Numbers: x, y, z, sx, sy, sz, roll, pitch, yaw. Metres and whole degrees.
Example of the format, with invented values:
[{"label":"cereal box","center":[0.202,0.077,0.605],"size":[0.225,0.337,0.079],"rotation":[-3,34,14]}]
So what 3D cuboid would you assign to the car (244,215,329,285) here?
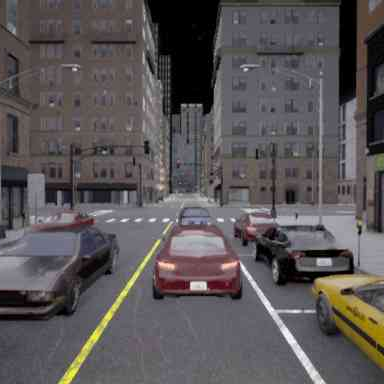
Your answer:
[{"label":"car","center":[2.868,1.556,9.286],"size":[1.947,1.339,4.313],"rotation":[-1,0,0]}]

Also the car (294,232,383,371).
[{"label":"car","center":[2.866,1.521,3.869],"size":[1.752,1.417,4.829],"rotation":[-1,0,0]}]

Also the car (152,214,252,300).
[{"label":"car","center":[0.100,1.517,8.254],"size":[1.812,1.442,4.674],"rotation":[0,0,0]}]

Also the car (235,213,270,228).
[{"label":"car","center":[2.870,1.565,14.871],"size":[1.802,1.307,4.206],"rotation":[-1,0,0]}]

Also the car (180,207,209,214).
[{"label":"car","center":[0.136,1.527,18.275],"size":[2.033,1.411,5.357],"rotation":[0,0,-3]}]

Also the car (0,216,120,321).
[{"label":"car","center":[-3.049,1.539,7.743],"size":[2.033,1.411,5.357],"rotation":[0,0,1]}]

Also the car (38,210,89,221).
[{"label":"car","center":[-5.676,1.528,14.871],"size":[1.887,1.381,4.507],"rotation":[-1,0,0]}]
